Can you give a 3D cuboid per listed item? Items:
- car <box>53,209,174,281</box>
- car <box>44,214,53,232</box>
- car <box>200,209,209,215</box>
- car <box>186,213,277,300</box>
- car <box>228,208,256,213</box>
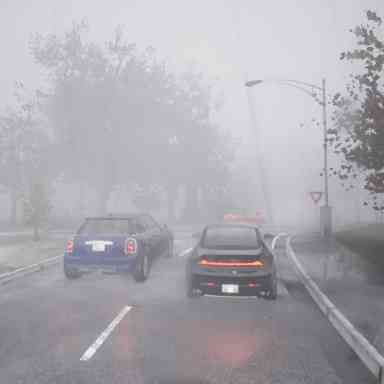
[{"bbox_3d":[-1.954,1.384,10.197,2.097,1.767,4.553,-1,0,9],"label":"car"},{"bbox_3d":[-8.215,1.988,23.263,5.008,1.535,1.882,0,-4,-1],"label":"car"},{"bbox_3d":[0.816,4.203,62.740,5.566,2.045,2.150,-2,-4,25],"label":"car"},{"bbox_3d":[1.012,1.506,8.451,1.837,1.490,4.892,-1,0,8],"label":"car"},{"bbox_3d":[4.427,2.133,27.442,2.097,1.767,4.553,-2,-4,34],"label":"car"}]
